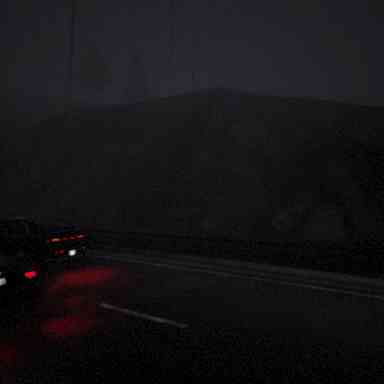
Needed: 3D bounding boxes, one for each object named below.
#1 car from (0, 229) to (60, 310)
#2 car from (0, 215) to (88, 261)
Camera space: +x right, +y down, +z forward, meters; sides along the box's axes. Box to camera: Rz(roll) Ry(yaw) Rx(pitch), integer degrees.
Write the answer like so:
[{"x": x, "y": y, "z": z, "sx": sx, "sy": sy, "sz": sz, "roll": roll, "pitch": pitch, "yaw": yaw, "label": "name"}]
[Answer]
[{"x": -5.389, "y": 1.587, "z": 6.902, "sx": 5.357, "sy": 1.411, "sz": 2.033, "roll": 0, "pitch": 0, "yaw": 32, "label": "car"}, {"x": -5.609, "y": 1.548, "z": 11.060, "sx": 4.892, "sy": 1.490, "sz": 1.837, "roll": 0, "pitch": 0, "yaw": 31, "label": "car"}]
